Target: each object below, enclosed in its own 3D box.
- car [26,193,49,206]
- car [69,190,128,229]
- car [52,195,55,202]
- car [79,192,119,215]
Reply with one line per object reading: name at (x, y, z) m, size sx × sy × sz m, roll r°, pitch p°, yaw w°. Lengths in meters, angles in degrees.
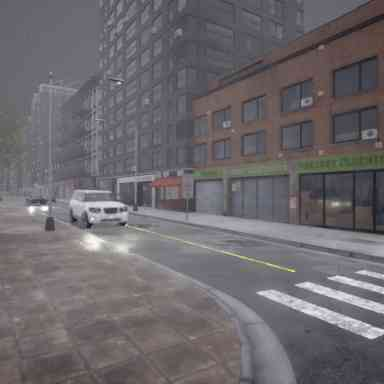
car at (-19.050, 0.978, 40.721) m, size 1.895 × 1.301 × 4.718 m, roll 0°, pitch 0°, yaw -32°
car at (-5.580, 0.892, 19.324) m, size 2.150 × 2.045 × 5.566 m, roll 0°, pitch 1°, yaw -32°
car at (-22.522, 0.916, 51.537) m, size 1.994 × 1.385 × 4.181 m, roll 0°, pitch 0°, yaw -32°
car at (-8.215, 0.906, 28.987) m, size 2.097 × 1.767 × 4.553 m, roll 0°, pitch 1°, yaw -32°
